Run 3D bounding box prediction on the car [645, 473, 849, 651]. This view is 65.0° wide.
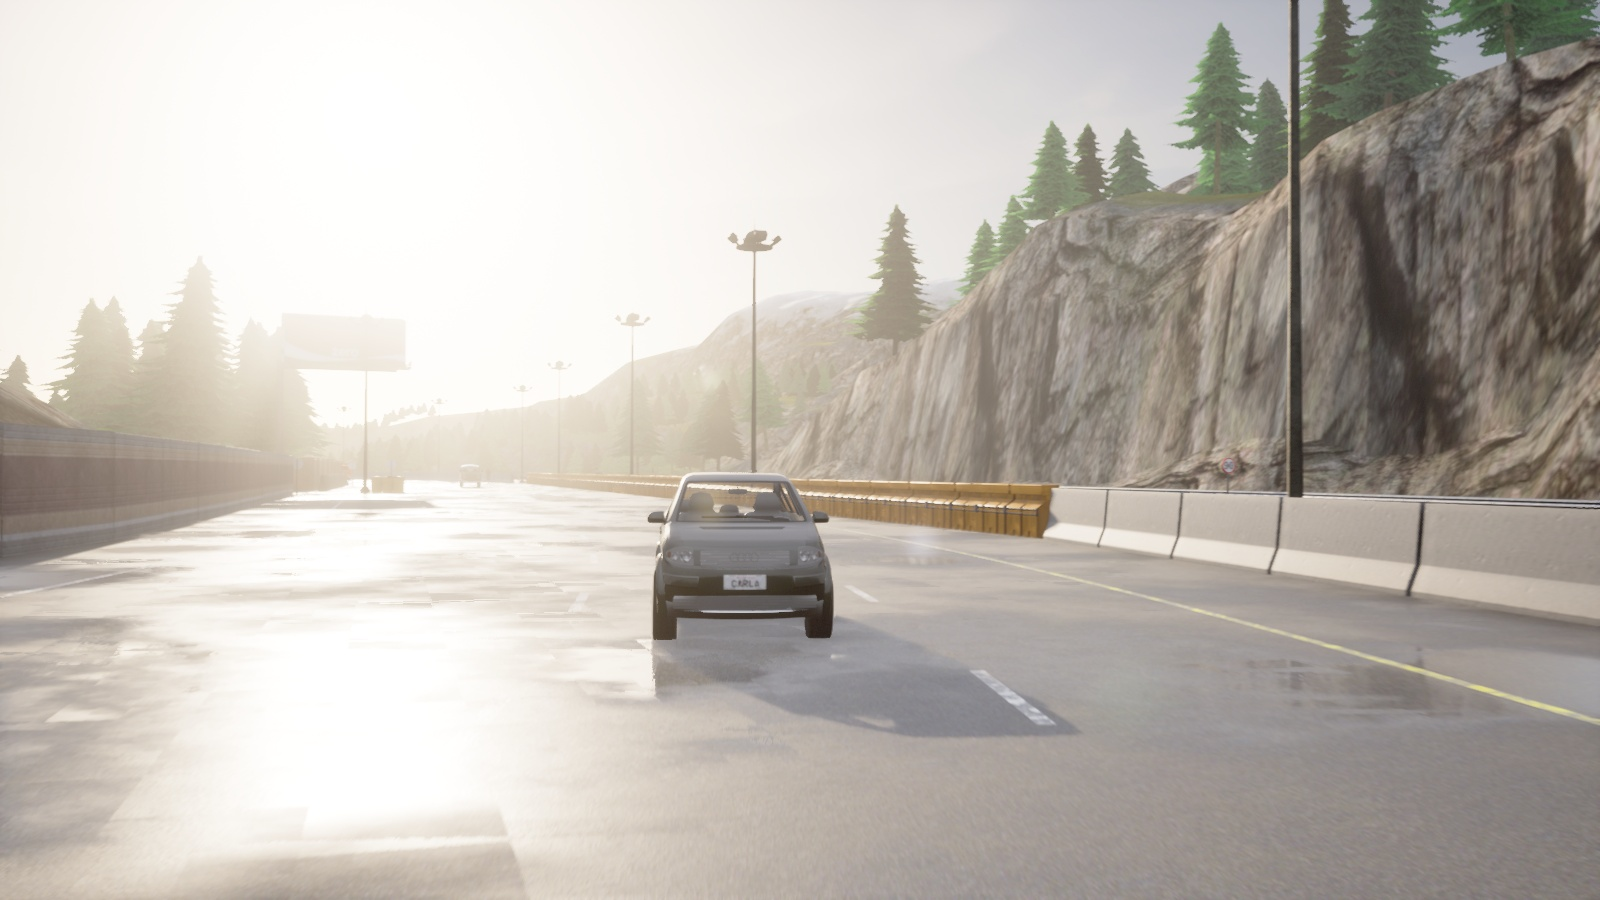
[{"bbox_3d":[-0.657,1.012,12.897,1.789,1.549,3.705,0,-1,-6],"label":"car"}]
